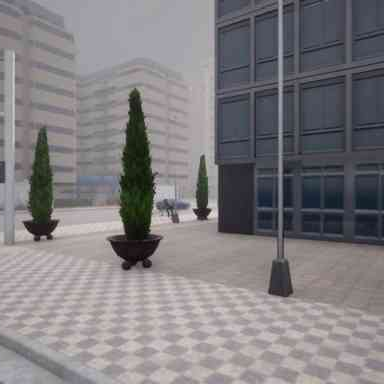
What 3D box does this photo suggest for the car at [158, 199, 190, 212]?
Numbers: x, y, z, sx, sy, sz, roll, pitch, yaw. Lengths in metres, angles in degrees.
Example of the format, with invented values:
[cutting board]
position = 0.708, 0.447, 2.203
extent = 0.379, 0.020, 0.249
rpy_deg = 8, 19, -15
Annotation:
[car]
position = -2.134, 1.531, 39.909
extent = 1.882, 1.535, 5.008
rpy_deg = 0, -1, 35

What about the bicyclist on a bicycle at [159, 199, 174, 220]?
[bicyclist on a bicycle]
position = -1.935, 1.354, 25.837
extent = 1.656, 1.620, 0.582
rpy_deg = 0, 0, 35
